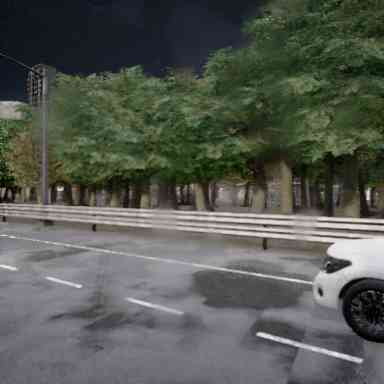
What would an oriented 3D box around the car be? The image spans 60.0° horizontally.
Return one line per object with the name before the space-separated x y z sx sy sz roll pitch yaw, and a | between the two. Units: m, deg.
car | 4.744 1.224 4.784 5.566 2.045 2.150 0 0 35
